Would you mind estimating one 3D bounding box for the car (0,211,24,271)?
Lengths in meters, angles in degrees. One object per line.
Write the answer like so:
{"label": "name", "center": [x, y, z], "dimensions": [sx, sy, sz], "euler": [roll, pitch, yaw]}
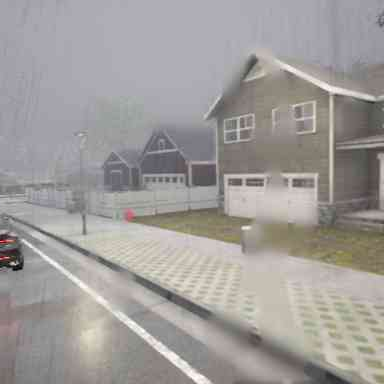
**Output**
{"label": "car", "center": [-5.899, 1.258, 9.023], "dimensions": [1.837, 1.490, 4.892], "euler": [-4, 3, -36]}
